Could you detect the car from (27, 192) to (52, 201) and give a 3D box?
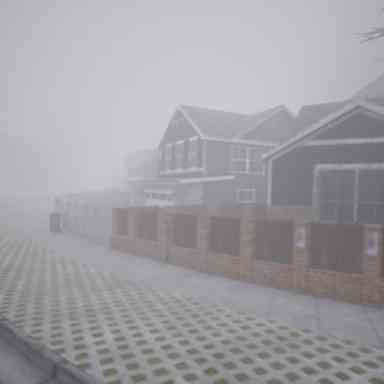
[{"bbox_3d":[-22.725,0.633,49.849,1.895,1.301,4.718,2,2,1],"label":"car"}]

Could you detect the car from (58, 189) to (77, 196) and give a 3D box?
[{"bbox_3d":[-22.356,0.229,59.953,1.812,1.442,4.674,2,2,7],"label":"car"}]
